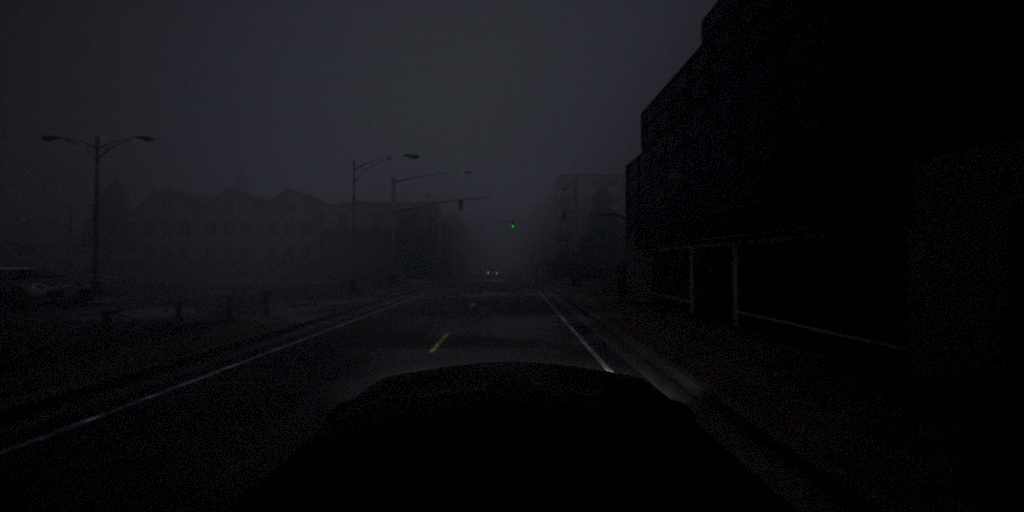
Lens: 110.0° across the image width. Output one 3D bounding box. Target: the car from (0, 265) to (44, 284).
[{"bbox_3d":[-46.311,1.545,32.219,5.357,1.411,2.033,0,-1,0],"label":"car"}]
